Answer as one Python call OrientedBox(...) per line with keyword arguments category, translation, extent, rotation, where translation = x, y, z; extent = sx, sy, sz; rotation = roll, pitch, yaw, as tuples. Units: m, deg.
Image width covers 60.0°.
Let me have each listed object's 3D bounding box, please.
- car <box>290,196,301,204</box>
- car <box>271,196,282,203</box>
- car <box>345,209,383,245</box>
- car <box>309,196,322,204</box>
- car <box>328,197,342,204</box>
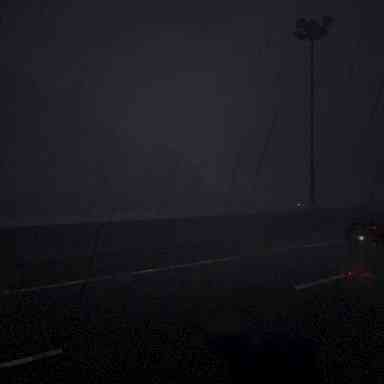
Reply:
OrientedBox(category="car", translation=(20.171, 1.500, 64.991), extent=(2.128, 1.511, 4.902), rotation=(0, 0, 12))
OrientedBox(category="car", translation=(17.118, 1.509, 67.553), extent=(1.882, 1.535, 5.008), rotation=(0, 0, 9))
OrientedBox(category="car", translation=(8.415, 1.513, 14.272), extent=(4.892, 1.490, 1.837), rotation=(0, 0, -38))
OrientedBox(category="car", translation=(23.295, 1.471, 62.969), extent=(1.837, 1.490, 4.892), rotation=(1, 0, 14))
OrientedBox(category="car", translation=(26.792, 1.536, 62.517), extent=(1.994, 1.385, 4.181), rotation=(0, 0, 14))
